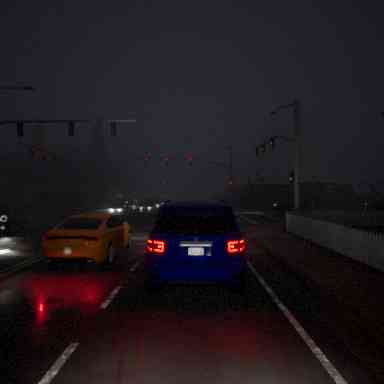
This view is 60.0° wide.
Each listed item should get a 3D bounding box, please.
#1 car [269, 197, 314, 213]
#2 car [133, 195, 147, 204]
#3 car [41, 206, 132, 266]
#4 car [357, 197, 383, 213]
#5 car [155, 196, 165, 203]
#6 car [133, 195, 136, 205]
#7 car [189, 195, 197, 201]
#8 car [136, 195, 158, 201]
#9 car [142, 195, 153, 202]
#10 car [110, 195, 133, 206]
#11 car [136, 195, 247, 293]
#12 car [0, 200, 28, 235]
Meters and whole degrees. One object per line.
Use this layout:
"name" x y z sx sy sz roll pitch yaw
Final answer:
"car" 10.730 1.352 36.046 4.553 1.767 2.097 0 0 -1
"car" -10.366 1.477 66.680 1.882 1.535 5.008 0 0 1
"car" -3.397 1.478 11.612 1.882 1.535 5.008 0 0 0
"car" 20.511 1.352 36.266 4.553 1.767 2.097 0 0 -1
"car" -6.835 1.523 71.677 1.812 1.442 4.674 0 0 0
"car" -10.447 1.351 57.411 2.097 1.767 4.553 0 0 0
"car" 0.204 1.539 88.979 2.033 1.411 5.357 0 0 0
"car" -6.976 1.547 52.198 2.033 1.411 5.357 0 0 0
"car" -10.323 1.523 76.935 1.812 1.442 4.674 0 0 0
"car" -10.486 1.491 48.200 2.128 1.511 4.902 0 0 0
"car" 0.083 1.221 8.990 2.150 2.045 5.566 0 0 0
"car" -10.711 1.352 18.446 2.097 1.767 4.553 0 0 -14
